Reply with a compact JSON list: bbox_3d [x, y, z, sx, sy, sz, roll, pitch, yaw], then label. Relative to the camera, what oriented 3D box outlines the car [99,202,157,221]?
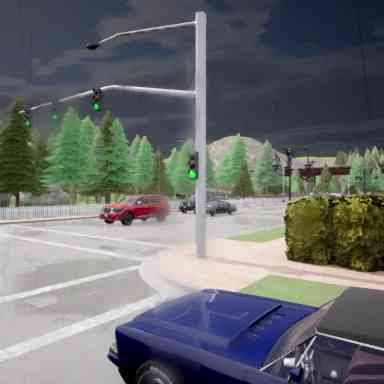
[{"bbox_3d":[-5.348,1.601,28.182,1.895,1.301,4.718,0,0,38],"label":"car"}]

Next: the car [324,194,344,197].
[{"bbox_3d":[16.805,1.221,38.956,2.150,2.045,5.566,0,0,38],"label":"car"}]

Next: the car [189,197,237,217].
[{"bbox_3d":[2.364,1.547,32.282,2.033,1.411,5.357,0,0,38],"label":"car"}]

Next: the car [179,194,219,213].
[{"bbox_3d":[0.983,1.221,36.168,2.150,2.045,5.566,0,0,39],"label":"car"}]

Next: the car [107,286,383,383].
[{"bbox_3d":[1.432,1.601,2.943,4.718,1.301,1.895,0,0,36],"label":"car"}]

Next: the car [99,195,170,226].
[{"bbox_3d":[-3.997,1.221,24.249,2.150,2.045,5.566,0,0,38],"label":"car"}]
